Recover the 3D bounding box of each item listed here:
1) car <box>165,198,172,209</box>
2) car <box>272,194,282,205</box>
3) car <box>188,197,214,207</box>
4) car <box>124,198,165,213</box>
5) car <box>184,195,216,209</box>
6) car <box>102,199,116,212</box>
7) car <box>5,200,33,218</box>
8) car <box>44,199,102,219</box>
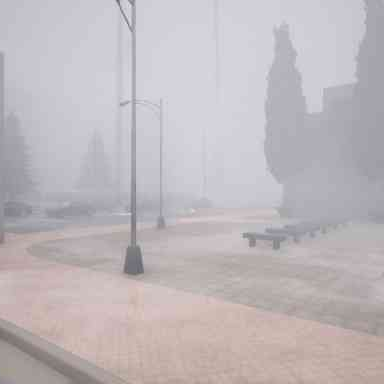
[{"bbox_3d":[-4.688,1.505,43.390,1.837,1.490,4.892,0,0,38],"label":"car"},{"bbox_3d":[16.371,1.564,58.933,1.994,1.385,4.181,0,0,38],"label":"car"},{"bbox_3d":[1.464,1.564,51.329,1.994,1.385,4.181,0,0,38],"label":"car"},{"bbox_3d":[-5.469,1.564,36.640,1.994,1.385,4.181,0,0,38],"label":"car"},{"bbox_3d":[0.873,1.505,44.860,1.837,1.490,4.892,0,0,38],"label":"car"},{"bbox_3d":[-10.454,1.491,35.918,2.128,1.511,4.902,0,0,38],"label":"car"},{"bbox_3d":[-16.239,1.505,28.491,1.837,1.490,4.892,0,0,39],"label":"car"},{"bbox_3d":[-10.774,1.526,29.736,1.812,1.442,4.674,0,0,37],"label":"car"}]
